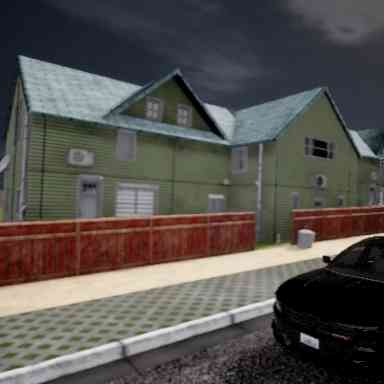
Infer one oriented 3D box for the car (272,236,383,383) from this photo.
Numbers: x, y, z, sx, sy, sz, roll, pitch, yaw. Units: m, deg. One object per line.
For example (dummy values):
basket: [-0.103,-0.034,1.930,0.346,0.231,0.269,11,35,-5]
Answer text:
car: [3.421,1.493,5.390,5.008,1.535,1.882,0,0,-36]
